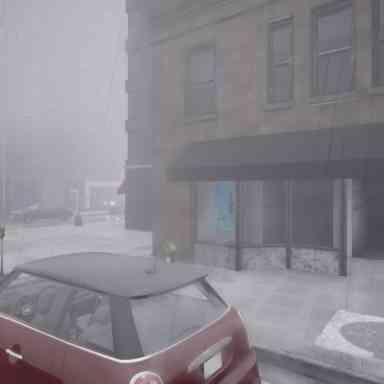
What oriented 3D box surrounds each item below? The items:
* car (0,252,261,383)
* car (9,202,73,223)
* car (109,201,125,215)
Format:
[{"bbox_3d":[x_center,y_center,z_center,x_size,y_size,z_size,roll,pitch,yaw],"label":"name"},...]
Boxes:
[{"bbox_3d":[-1.405,1.440,3.851,4.097,1.590,1.967,0,0,36],"label":"car"},{"bbox_3d":[-11.377,1.515,25.367,1.812,1.442,4.674,0,0,37],"label":"car"},{"bbox_3d":[-6.140,1.555,32.803,1.994,1.385,4.181,0,0,35],"label":"car"}]
